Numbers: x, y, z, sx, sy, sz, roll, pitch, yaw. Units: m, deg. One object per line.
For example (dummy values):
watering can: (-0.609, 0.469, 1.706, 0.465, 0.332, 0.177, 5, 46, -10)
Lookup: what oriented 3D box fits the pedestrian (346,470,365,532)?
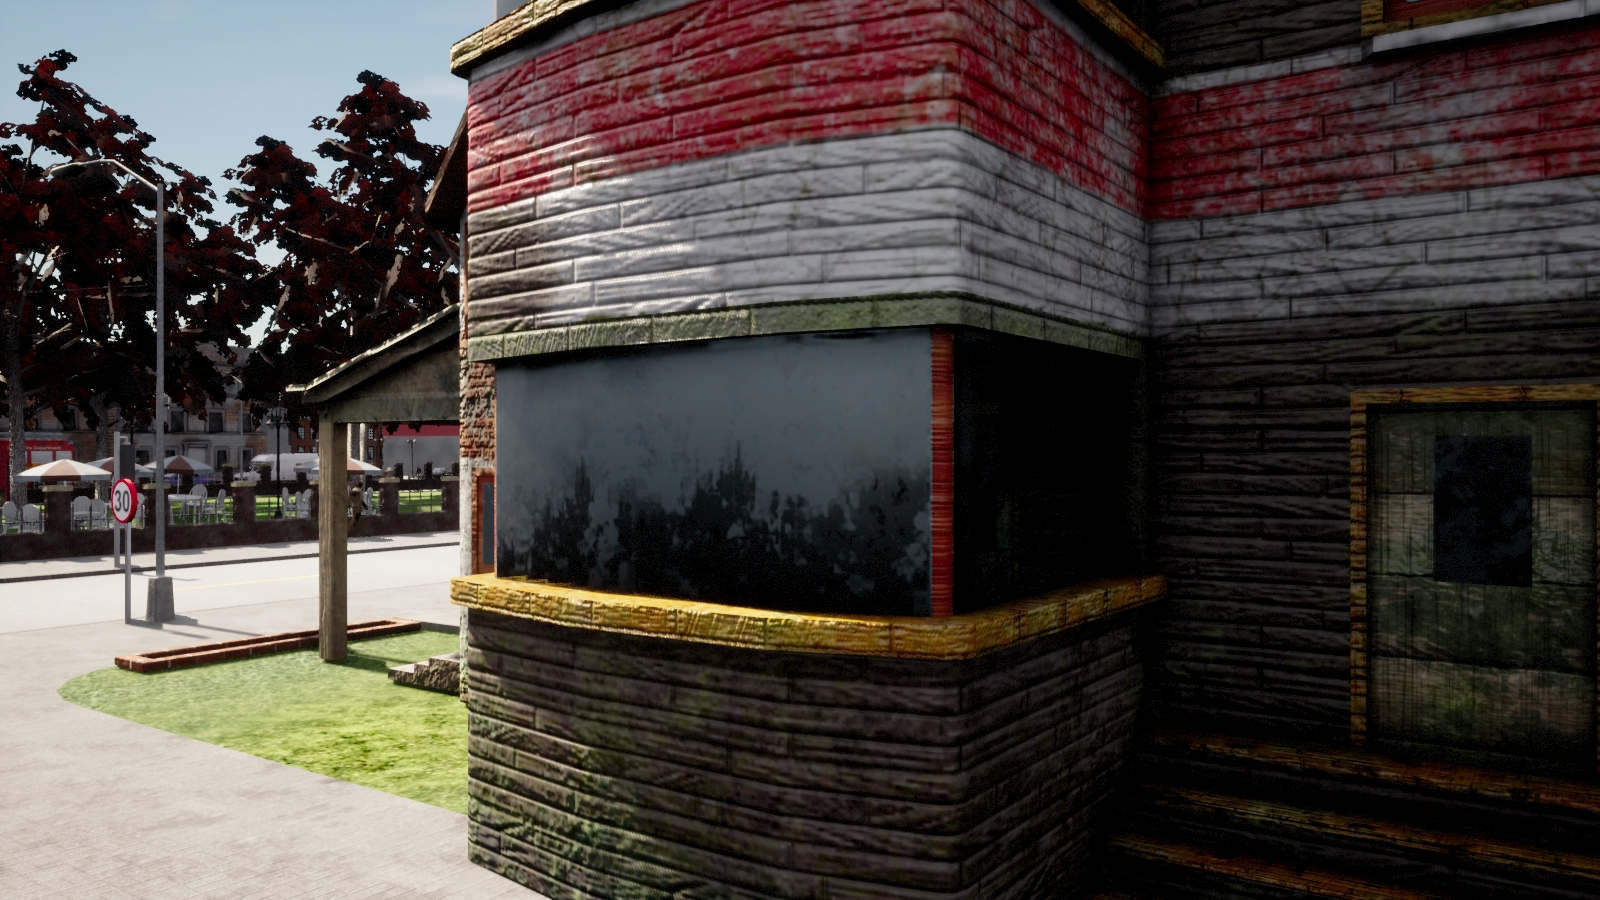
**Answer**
pedestrian: (-13.427, 1.525, 34.511, 0.375, 1.860, 0.375, 0, 0, 35)
